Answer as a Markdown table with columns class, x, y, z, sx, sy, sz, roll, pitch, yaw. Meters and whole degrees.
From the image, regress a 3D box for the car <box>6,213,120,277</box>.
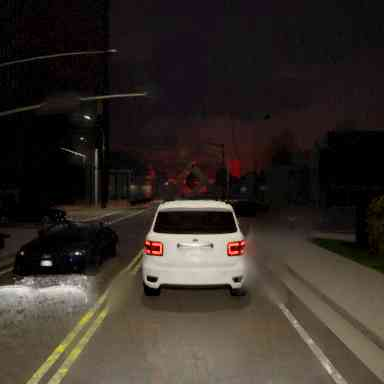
| class | x | y | z | sx | sy | sz | roll | pitch | yaw |
| --- | --- | --- | --- | --- | --- | --- | --- | --- | --- |
| car | -3.550 | 1.562 | 10.146 | 1.994 | 1.385 | 4.181 | 0 | 0 | 0 |

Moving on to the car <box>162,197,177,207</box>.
| class | x | y | z | sx | sy | sz | roll | pitch | yaw |
| --- | --- | --- | --- | --- | --- | --- | --- | --- | --- |
| car | -3.532 | 1.557 | 52.903 | 1.994 | 1.385 | 4.181 | 0 | 0 | 0 |

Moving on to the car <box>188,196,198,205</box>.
| class | x | y | z | sx | sy | sz | roll | pitch | yaw |
| --- | --- | --- | --- | --- | --- | --- | --- | --- | --- |
| car | 0.161 | 1.517 | 59.071 | 1.812 | 1.442 | 4.674 | 0 | 0 | 0 |

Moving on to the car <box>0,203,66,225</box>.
| class | x | y | z | sx | sy | sz | roll | pitch | yaw |
| --- | --- | --- | --- | --- | --- | --- | --- | --- | --- |
| car | -11.573 | 1.563 | 24.033 | 4.892 | 1.490 | 1.837 | 0 | 0 | 0 |

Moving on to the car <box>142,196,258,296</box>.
| class | x | y | z | sx | sy | sz | roll | pitch | yaw |
| --- | --- | --- | --- | --- | --- | --- | --- | --- | --- |
| car | 0.079 | 1.220 | 8.759 | 2.150 | 2.045 | 5.566 | 0 | 0 | 0 |

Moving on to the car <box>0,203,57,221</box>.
| class | x | y | z | sx | sy | sz | roll | pitch | yaw |
| --- | --- | --- | --- | --- | --- | --- | --- | --- | --- |
| car | -13.667 | 1.640 | 27.537 | 4.181 | 1.385 | 1.994 | -1 | 0 | -1 |

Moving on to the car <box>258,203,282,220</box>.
| class | x | y | z | sx | sy | sz | roll | pitch | yaw |
| --- | --- | --- | --- | --- | --- | --- | --- | --- | --- |
| car | 4.884 | 1.475 | 27.644 | 5.008 | 1.535 | 1.882 | 0 | 0 | 0 |
